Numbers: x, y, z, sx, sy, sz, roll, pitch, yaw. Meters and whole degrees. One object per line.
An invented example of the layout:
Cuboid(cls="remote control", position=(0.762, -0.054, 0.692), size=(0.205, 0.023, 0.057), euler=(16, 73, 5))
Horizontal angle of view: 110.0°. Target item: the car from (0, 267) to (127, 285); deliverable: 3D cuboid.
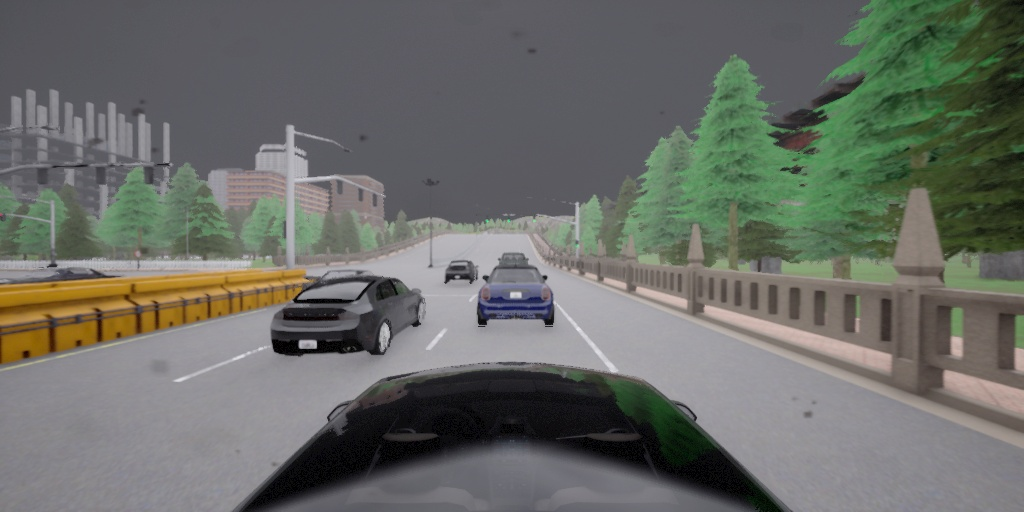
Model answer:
Cuboid(cls="car", position=(-21.003, 1.216, 16.474), size=(1.895, 1.301, 4.718), euler=(0, 0, -2))

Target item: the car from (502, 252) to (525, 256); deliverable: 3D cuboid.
Cuboid(cls="car", position=(0.106, 0.735, 27.655), size=(2.150, 2.045, 5.566), euler=(0, 0, 0))

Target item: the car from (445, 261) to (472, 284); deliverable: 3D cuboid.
Cuboid(cls="car", position=(-3.393, 1.045, 24.725), size=(1.837, 1.490, 4.892), euler=(0, 1, 0))

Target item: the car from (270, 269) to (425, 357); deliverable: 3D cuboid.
Cuboid(cls="car", position=(-3.397, 1.195, 8.386), size=(1.837, 1.490, 4.892), euler=(0, 1, 0))

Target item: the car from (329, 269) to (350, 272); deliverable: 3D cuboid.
Cuboid(cls="car", position=(-6.895, 1.224, 15.637), size=(1.895, 1.301, 4.718), euler=(0, 1, 0))

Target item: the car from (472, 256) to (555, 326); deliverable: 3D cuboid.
Cuboid(cls="car", position=(0.102, 1.014, 11.414), size=(2.097, 1.767, 4.553), euler=(0, 1, 0))
